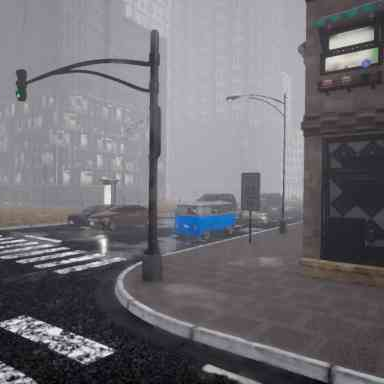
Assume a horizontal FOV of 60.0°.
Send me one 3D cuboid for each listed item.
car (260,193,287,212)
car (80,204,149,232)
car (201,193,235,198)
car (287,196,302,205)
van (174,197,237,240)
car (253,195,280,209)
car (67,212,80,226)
[{"bbox_3d":[8.331,1.126,37.599,2.150,2.045,5.566,1,0,37],"label":"car"},{"bbox_3d":[-4.091,1.466,20.149,1.812,1.442,4.674,1,1,37],"label":"car"},{"bbox_3d":[1.863,1.143,28.524,2.150,2.045,5.566,1,1,36],"label":"car"},{"bbox_3d":[16.300,1.364,53.326,1.752,1.417,4.829,1,1,35],"label":"car"},{"bbox_3d":[0.802,1.368,17.037,1.690,1.788,3.998,1,1,35],"label":"van"},{"bbox_3d":[9.990,1.293,44.443,1.967,1.590,4.097,1,1,35],"label":"car"},{"bbox_3d":[-6.033,1.467,21.894,1.947,1.339,4.313,1,1,35],"label":"car"}]
